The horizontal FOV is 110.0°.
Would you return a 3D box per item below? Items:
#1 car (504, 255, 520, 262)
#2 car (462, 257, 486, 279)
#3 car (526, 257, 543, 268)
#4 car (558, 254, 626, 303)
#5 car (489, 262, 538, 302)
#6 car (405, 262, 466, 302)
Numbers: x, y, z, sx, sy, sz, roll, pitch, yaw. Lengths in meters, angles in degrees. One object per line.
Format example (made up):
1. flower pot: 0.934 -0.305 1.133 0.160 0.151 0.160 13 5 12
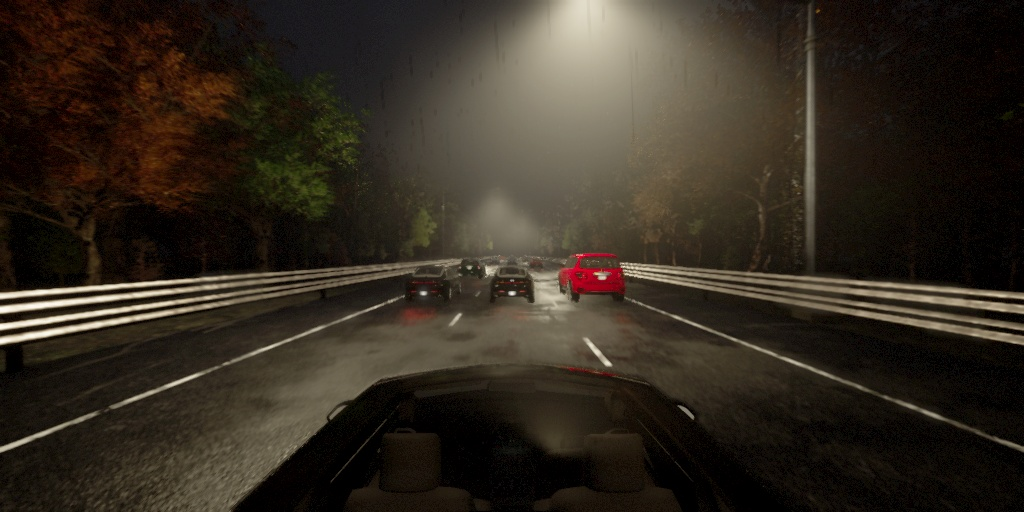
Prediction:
1. car: 0.041 1.061 63.628 2.033 1.411 5.357 0 0 0
2. car: -3.480 1.000 31.541 2.097 1.767 4.553 0 0 0
3. car: 3.535 1.081 53.629 1.812 1.442 4.674 0 0 0
4. car: 3.510 0.923 16.612 2.150 2.045 5.566 0 0 0
5. car: 0.011 1.208 16.567 1.837 1.490 4.892 0 0 0
6. car: -3.489 1.209 16.569 1.837 1.490 4.892 0 0 0
